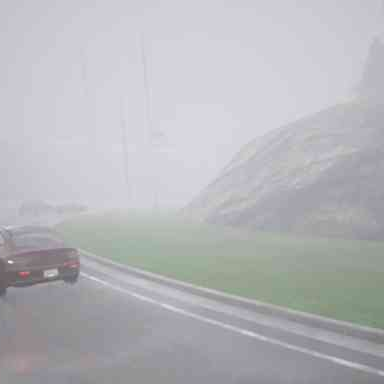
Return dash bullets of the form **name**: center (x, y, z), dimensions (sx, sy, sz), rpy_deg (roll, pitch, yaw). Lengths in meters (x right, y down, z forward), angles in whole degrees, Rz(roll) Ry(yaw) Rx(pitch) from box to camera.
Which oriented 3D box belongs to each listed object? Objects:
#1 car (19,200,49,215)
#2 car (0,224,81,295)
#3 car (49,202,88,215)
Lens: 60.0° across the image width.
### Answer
- **car**: center (-17.434, 1.651, 37.583), dimensions (2.097, 1.767, 4.553), rpy_deg (0, -1, 2)
- **car**: center (-4.557, 1.598, 8.945), dimensions (1.812, 1.442, 4.674), rpy_deg (0, -1, -41)
- **car**: center (-14.055, 1.875, 38.819), dimensions (2.033, 1.411, 5.357), rpy_deg (0, -1, 5)
